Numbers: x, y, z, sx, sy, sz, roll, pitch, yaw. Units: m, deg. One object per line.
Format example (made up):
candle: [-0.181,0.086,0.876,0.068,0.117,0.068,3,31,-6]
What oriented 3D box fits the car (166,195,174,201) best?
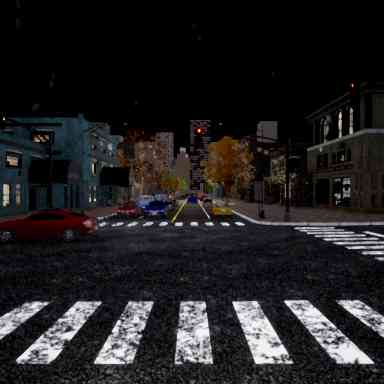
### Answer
car: [-5.705,1.526,85.868,1.887,1.381,4.507,0,0,0]

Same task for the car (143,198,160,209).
car: [-5.699,1.536,47.045,1.887,1.381,4.507,0,0,0]

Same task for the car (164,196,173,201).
car: [-5.704,1.549,80.322,1.947,1.339,4.313,0,0,0]

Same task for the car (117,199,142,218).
car: [-5.696,1.577,30.405,1.802,1.307,4.206,0,0,0]

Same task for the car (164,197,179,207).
car: [-3.092,1.554,50.311,1.994,1.385,4.181,0,0,0]

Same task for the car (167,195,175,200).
car: [-5.706,1.562,91.414,1.802,1.307,4.206,0,0,0]

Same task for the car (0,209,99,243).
car: [-6.857,1.573,15.826,4.674,1.442,1.812,-1,1,-1]

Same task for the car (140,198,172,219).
car: [-3.121,1.520,29.660,1.812,1.442,4.674,0,0,0]

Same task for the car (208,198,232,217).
car: [2.683,1.520,30.577,1.752,1.417,4.829,-1,0,0]

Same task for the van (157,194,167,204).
van: [-5.703,1.328,63.683,1.690,1.788,3.998,0,0,0]

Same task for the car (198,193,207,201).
car: [2.673,1.297,85.870,2.192,1.841,5.009,-1,0,0]

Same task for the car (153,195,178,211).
car: [-3.105,1.484,39.851,2.128,1.511,4.902,0,0,0]

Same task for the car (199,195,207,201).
car: [2.677,1.528,80.323,1.887,1.381,4.507,-1,0,0]

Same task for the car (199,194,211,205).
car: [2.680,1.539,58.138,2.008,1.369,4.403,-1,0,0]

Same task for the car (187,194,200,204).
car: [0.092,1.465,62.764,1.882,1.535,5.008,0,0,0]

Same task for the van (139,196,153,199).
van: [-5.700,1.333,41.497,1.690,1.788,3.998,0,0,0]

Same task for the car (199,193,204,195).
car: [2.677,1.550,74.777,1.947,1.339,4.313,-1,0,0]

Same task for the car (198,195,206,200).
car: [2.675,1.525,91.416,1.887,1.381,4.507,-1,0,0]
